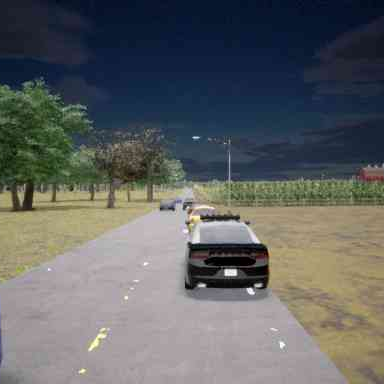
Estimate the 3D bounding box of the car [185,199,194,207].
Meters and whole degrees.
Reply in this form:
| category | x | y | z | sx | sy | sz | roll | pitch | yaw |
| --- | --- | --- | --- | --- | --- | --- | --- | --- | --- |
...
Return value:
| category | x | y | z | sx | sy | sz | roll | pitch | yaw |
| --- | --- | --- | --- | --- | --- | --- | --- | --- | --- |
| car | 0.650 | 1.537 | 25.197 | 1.882 | 1.535 | 5.008 | 0 | 0 | 0 |

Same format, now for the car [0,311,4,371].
| category | x | y | z | sx | sy | sz | roll | pitch | yaw |
| --- | --- | --- | --- | --- | --- | --- | --- | --- | --- |
| car | -2.855 | 1.477 | 1.350 | 1.882 | 1.535 | 5.008 | 0 | 0 | 0 |

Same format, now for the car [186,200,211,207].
| category | x | y | z | sx | sy | sz | roll | pitch | yaw |
| --- | --- | --- | --- | --- | --- | --- | --- | --- | --- |
| car | 0.691 | 1.488 | 19.383 | 1.801 | 1.575 | 5.366 | 0 | 0 | 0 |

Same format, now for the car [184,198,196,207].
| category | x | y | z | sx | sy | sz | roll | pitch | yaw |
| --- | --- | --- | --- | --- | --- | --- | --- | --- | --- |
| car | -0.421 | 1.879 | 60.059 | 2.033 | 1.411 | 5.357 | 0 | 0 | 0 |

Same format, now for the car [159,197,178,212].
| category | x | y | z | sx | sy | sz | roll | pitch | yaw |
| --- | --- | --- | --- | --- | --- | --- | --- | --- | --- |
| car | -3.146 | 1.665 | 42.617 | 1.882 | 1.535 | 5.008 | 0 | -1 | 0 |

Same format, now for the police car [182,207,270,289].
| category | x | y | z | sx | sy | sz | roll | pitch | yaw |
| --- | --- | --- | --- | --- | --- | --- | --- | --- | --- |
| police car | 0.762 | 1.430 | 9.301 | 1.930 | 1.638 | 5.238 | 0 | 0 | 0 |

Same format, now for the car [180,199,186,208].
| category | x | y | z | sx | sy | sz | roll | pitch | yaw |
| --- | --- | --- | --- | --- | --- | --- | --- | --- | --- |
| car | -0.313 | 1.723 | 46.235 | 1.837 | 1.490 | 4.892 | 0 | -1 | 0 |

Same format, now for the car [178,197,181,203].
| category | x | y | z | sx | sy | sz | roll | pitch | yaw |
| --- | --- | --- | --- | --- | --- | --- | --- | --- | --- |
| car | -3.279 | 1.906 | 75.489 | 1.882 | 1.535 | 5.008 | 0 | 0 | 0 |
